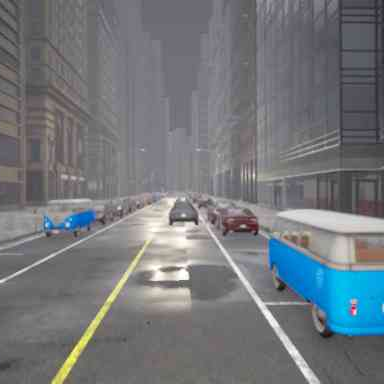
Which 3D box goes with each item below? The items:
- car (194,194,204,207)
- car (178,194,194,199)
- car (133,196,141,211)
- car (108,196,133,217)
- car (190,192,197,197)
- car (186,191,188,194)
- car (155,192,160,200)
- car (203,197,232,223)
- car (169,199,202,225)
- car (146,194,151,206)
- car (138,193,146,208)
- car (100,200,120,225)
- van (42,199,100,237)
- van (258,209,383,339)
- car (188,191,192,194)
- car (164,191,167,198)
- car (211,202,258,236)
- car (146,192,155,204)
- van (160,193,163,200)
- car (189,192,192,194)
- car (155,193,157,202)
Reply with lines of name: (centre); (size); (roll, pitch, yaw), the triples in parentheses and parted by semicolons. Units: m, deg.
car: (1.583, 1.282, 39.865); (1.887, 1.381, 4.507); (0, 0, -2)
car: (-1.153, 1.301, 42.008); (1.994, 1.385, 4.181); (0, 0, -2)
car: (-6.766, 1.382, 33.994); (1.947, 1.339, 4.313); (0, 0, -2)
car: (-6.595, 1.291, 28.394); (1.967, 1.590, 4.097); (0, 0, -2)
car: (1.068, 1.200, 56.664); (1.947, 1.339, 4.313); (0, 0, -2)
car: (0.209, 0.787, 84.658); (2.192, 1.841, 5.009); (0, 0, -2)
car: (-7.625, 0.960, 61.987); (2.192, 1.841, 5.009); (0, 0, -2)
car: (2.098, 1.281, 23.066); (1.967, 1.590, 4.097); (0, 0, -2)
car: (-0.575, 1.419, 22.975); (1.994, 1.385, 4.181); (0, 0, -2)
car: (-7.109, 1.312, 45.192); (1.947, 1.339, 4.313); (0, 0, -2)
car: (-6.938, 1.221, 39.592); (1.967, 1.590, 4.097); (0, 0, -2)
car: (-6.423, 1.467, 22.796); (1.802, 1.307, 4.206); (0, 0, -2)
van: (-6.251, 1.261, 17.196); (1.690, 1.788, 3.998); (0, 0, -2)
van: (2.613, 1.287, 6.267); (1.690, 1.788, 3.998); (0, 0, -2)
car: (0.724, 1.118, 67.861); (2.008, 1.369, 4.403); (0, 0, -2)
car: (-8.483, 0.926, 89.983); (1.967, 1.590, 4.097); (0, 0, -2)
car: (2.270, 1.421, 17.468); (1.887, 1.381, 4.507); (0, 0, -2)
car: (-7.281, 1.027, 50.789); (2.192, 1.841, 5.009); (0, 0, -2)
van: (-7.968, 0.921, 73.185); (1.690, 1.788, 3.998); (0, 0, -2)
car: (0.896, 1.166, 62.263); (1.947, 1.339, 4.313); (0, 0, -2)
car: (-7.453, 1.260, 56.389); (1.802, 1.307, 4.206); (0, 0, -2)
